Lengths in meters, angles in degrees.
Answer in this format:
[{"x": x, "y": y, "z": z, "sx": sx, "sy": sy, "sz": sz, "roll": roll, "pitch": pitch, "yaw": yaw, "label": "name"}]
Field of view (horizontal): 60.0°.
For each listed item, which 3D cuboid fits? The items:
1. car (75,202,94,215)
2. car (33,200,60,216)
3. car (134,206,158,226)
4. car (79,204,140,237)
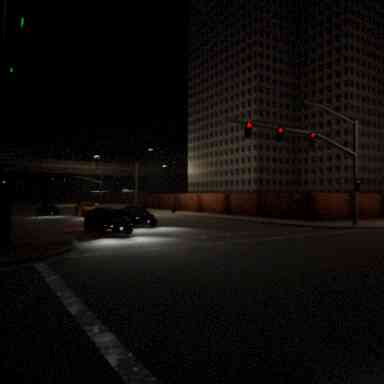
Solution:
[{"x": -11.612, "y": 1.876, "z": 36.875, "sx": 1.882, "sy": 1.535, "sz": 5.008, "roll": 1, "pitch": -1, "yaw": -32, "label": "car"}, {"x": -16.402, "y": 1.940, "z": 37.929, "sx": 2.033, "sy": 1.411, "sz": 5.357, "roll": 1, "pitch": -1, "yaw": -32, "label": "car"}, {"x": -4.310, "y": 1.814, "z": 25.331, "sx": 1.812, "sy": 1.442, "sz": 4.674, "roll": 1, "pitch": -1, "yaw": -33, "label": "car"}, {"x": -5.090, "y": 1.725, "z": 19.975, "sx": 1.837, "sy": 1.490, "sz": 4.892, "roll": 1, "pitch": 0, "yaw": -32, "label": "car"}]
